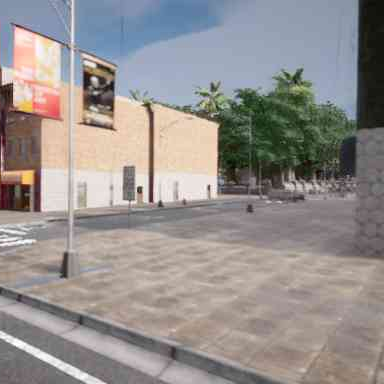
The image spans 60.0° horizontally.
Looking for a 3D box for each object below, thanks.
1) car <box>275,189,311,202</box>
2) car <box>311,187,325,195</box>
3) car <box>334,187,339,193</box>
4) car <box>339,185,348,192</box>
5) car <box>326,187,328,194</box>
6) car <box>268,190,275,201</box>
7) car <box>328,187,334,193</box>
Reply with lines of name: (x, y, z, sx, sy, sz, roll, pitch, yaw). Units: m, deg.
car: (12.446, 0.451, 40.859, 2.128, 1.511, 4.902, 1, 2, 36)
car: (24.973, -0.208, 67.511, 2.008, 1.369, 4.403, 3, 3, 36)
car: (32.310, -0.466, 77.734, 1.947, 1.339, 4.313, 2, 3, 36)
car: (38.644, -0.676, 86.602, 1.802, 1.307, 4.206, 2, 3, 36)
car: (26.100, -0.277, 69.130, 1.752, 1.417, 4.829, 3, 3, 36)
car: (11.835, 0.365, 44.734, 1.837, 1.490, 4.892, 1, 2, 36)
car: (29.142, -0.364, 73.300, 2.008, 1.369, 4.403, 3, 3, 36)
